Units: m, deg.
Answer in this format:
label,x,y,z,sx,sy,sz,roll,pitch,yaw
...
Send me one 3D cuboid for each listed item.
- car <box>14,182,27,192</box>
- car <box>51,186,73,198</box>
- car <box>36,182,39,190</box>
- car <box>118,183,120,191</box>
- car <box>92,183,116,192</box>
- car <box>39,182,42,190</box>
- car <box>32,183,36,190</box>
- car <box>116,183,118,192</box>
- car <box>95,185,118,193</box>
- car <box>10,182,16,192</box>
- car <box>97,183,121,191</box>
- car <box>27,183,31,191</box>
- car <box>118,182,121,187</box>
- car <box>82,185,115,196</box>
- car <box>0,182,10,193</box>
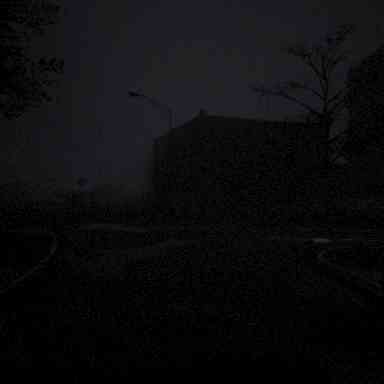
label,x,y,z,sx,sy,sz,roll,pitch,yaw
car,-39.030,-1.047,70.652,5.566,2.045,2.435,0,2,-10
car,-19.404,0.224,49.886,1.895,1.301,4.718,0,2,-12
car,-40.950,-1.307,81.511,4.553,1.767,2.185,0,2,-10
car,-18.857,-0.572,72.491,5.008,1.535,2.097,0,2,-10
car,-16.874,-0.312,61.422,4.553,1.767,2.185,0,2,-10
car,-41.429,-1.401,84.224,4.553,1.767,2.185,0,2,-10
car,-40.448,-1.085,78.805,5.008,1.535,2.097,0,2,-10
car,-18.318,-0.593,69.635,4.553,1.767,2.185,0,2,-10
car,-19.305,-0.665,75.106,4.892,1.521,2.231,0,2,-10
car,-38.054,-0.601,65.237,4.892,1.521,2.231,0,2,-10
car,-20.799,-1.218,83.422,5.566,2.045,2.435,0,2,-10
car,-39.302,-0.894,73.411,5.366,1.575,1.946,0,2,-10
car,-19.759,-1.017,77.836,5.566,2.045,2.435,0,2,-10
car,-15.996,0.005,56.065,4.792,1.488,2.163,0,2,-10
car,-37.536,-0.635,62.521,4.553,1.767,2.185,0,2,-10
